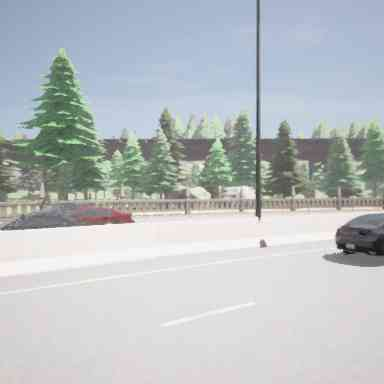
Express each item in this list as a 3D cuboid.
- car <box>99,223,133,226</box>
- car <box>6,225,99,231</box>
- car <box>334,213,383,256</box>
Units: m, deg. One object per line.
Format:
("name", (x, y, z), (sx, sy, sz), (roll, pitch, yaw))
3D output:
("car", (-5.443, 1.475, 16.883), (5.008, 1.535, 1.882), (0, 0, -32))
("car", (-6.124, 1.525, 12.311), (4.674, 1.442, 1.812), (0, 0, -33))
("car", (7.222, 1.498, 11.819), (4.892, 1.490, 1.837), (0, 0, -28))
